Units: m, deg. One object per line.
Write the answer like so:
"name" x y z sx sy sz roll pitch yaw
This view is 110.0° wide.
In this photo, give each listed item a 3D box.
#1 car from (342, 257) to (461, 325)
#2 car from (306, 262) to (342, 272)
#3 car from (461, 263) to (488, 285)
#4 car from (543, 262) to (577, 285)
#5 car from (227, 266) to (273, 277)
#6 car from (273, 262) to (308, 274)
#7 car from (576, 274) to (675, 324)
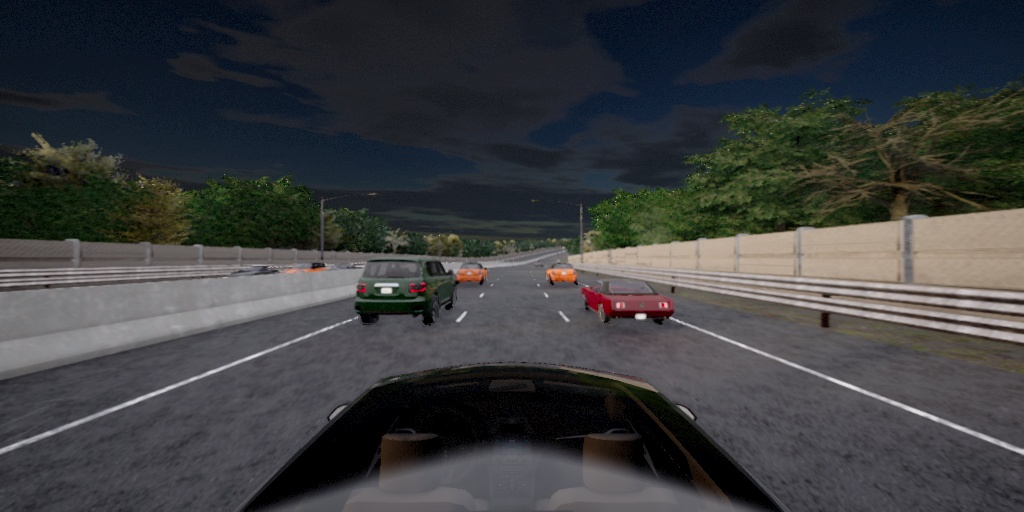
"car" -3.357 1.051 12.342 2.150 2.045 5.566 0 0 0
"car" -13.809 1.438 28.687 2.128 1.511 4.902 0 0 1
"car" -3.113 1.306 28.700 2.097 1.767 4.553 0 0 1
"car" 3.887 1.311 28.640 2.097 1.767 4.553 0 0 1
"car" -20.801 1.508 29.062 1.994 1.385 4.181 0 0 1
"car" -17.275 1.306 30.100 2.097 1.767 4.553 0 0 1
"car" 3.642 1.432 12.285 1.895 1.301 4.718 0 0 0
